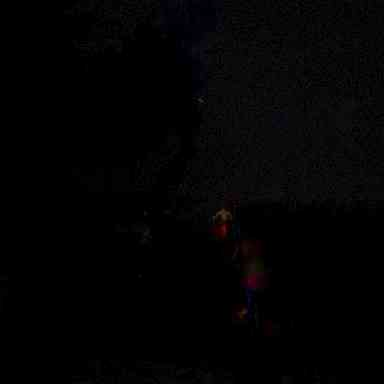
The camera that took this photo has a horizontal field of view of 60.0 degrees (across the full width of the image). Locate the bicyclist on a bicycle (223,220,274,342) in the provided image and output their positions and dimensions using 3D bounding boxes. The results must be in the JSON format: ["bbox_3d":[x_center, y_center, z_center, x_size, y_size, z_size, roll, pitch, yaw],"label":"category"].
[{"bbox_3d":[0.915,1.385,5.400,0.582,1.620,1.656,0,1,0],"label":"bicyclist on a bicycle"}]

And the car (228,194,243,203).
[{"bbox_3d":[7.378,1.091,58.211,1.837,1.490,4.892,0,0,13],"label":"car"}]

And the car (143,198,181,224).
[{"bbox_3d":[-1.920,1.224,22.355,1.882,1.535,5.008,0,1,6],"label":"car"}]

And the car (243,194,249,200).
[{"bbox_3d":[11.356,1.101,73.208,2.033,1.411,5.357,0,0,18],"label":"car"}]

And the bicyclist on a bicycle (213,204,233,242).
[{"bbox_3d":[1.273,1.281,13.444,0.866,1.612,1.509,0,1,1],"label":"bicyclist on a bicycle"}]
